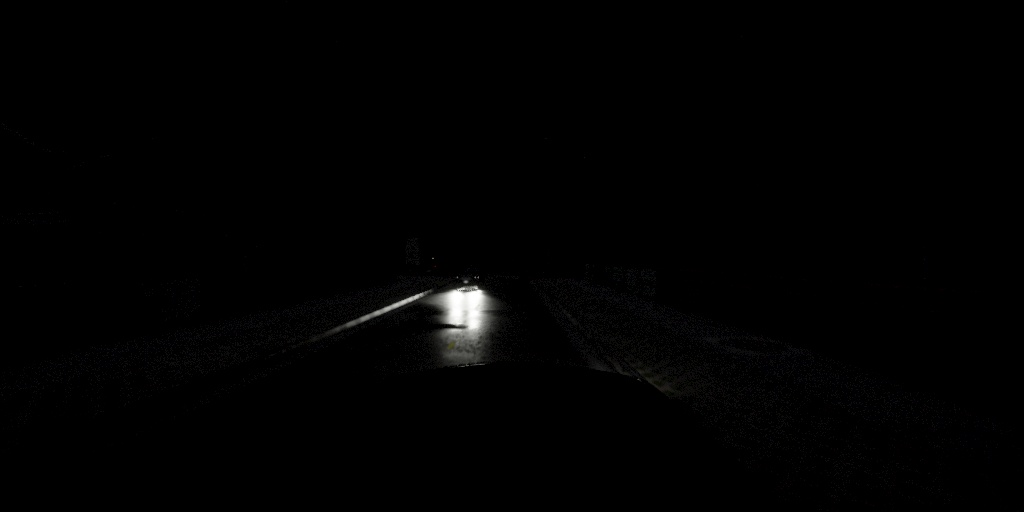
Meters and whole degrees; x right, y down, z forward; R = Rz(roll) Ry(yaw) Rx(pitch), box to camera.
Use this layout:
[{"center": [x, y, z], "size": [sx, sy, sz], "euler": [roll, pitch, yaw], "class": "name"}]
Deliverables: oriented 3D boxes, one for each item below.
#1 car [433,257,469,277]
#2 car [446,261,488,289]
[{"center": [-5.178, 1.164, 36.299], "size": [5.566, 2.045, 2.150], "euler": [1, 1, 0], "class": "car"}, {"center": [-2.788, 1.328, 24.361], "size": [2.128, 1.511, 4.902], "euler": [0, 0, 1], "class": "car"}]
